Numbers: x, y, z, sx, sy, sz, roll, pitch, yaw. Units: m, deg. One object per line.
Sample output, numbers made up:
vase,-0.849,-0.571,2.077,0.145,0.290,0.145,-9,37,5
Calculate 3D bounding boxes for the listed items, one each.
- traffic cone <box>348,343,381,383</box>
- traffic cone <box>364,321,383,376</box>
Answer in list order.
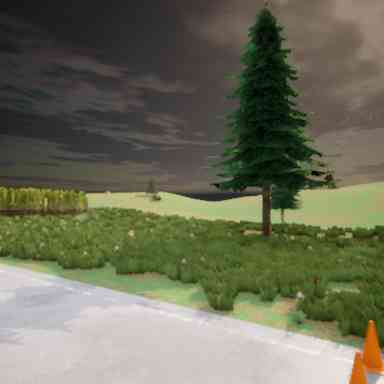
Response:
traffic cone,1.746,1.967,3.498,0.340,0.580,0.340,-1,-1,35
traffic cone,2.325,1.969,4.313,0.340,0.580,0.340,-1,-1,35
